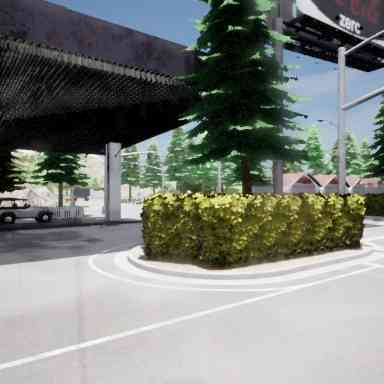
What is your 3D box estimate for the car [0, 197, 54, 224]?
[{"bbox_3d":[-11.934,1.313,23.504,3.866,1.878,1.905,0,0,-36],"label":"car"}]
